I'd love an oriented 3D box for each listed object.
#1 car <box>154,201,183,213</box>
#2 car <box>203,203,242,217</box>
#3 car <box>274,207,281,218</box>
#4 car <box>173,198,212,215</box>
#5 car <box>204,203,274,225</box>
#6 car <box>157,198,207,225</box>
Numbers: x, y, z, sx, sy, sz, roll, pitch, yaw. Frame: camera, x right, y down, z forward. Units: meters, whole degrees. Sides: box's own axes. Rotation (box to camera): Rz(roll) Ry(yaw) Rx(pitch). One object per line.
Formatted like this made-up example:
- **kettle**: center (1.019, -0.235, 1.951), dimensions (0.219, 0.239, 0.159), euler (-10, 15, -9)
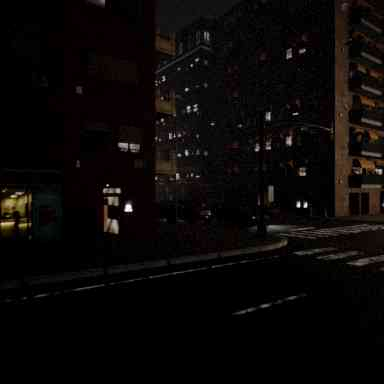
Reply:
- **car**: center (-3.280, 2.025, 45.615), dimensions (2.008, 1.369, 4.403), euler (-1, 0, -36)
- **car**: center (3.310, 1.899, 36.639), dimensions (1.947, 1.339, 4.313), euler (-1, 0, -36)
- **car**: center (6.605, 1.844, 32.151), dimensions (1.802, 1.307, 4.206), euler (-1, 0, -36)
- **car**: center (0.010, 1.718, 41.128), dimensions (2.192, 1.841, 5.009), euler (-1, 0, -36)
- **car**: center (3.580, 1.779, 26.346), dimensions (2.033, 1.411, 5.357), euler (0, -1, -34)
- **car**: center (-0.390, 1.586, 27.061), dimensions (2.192, 1.841, 5.009), euler (-1, 0, -36)
